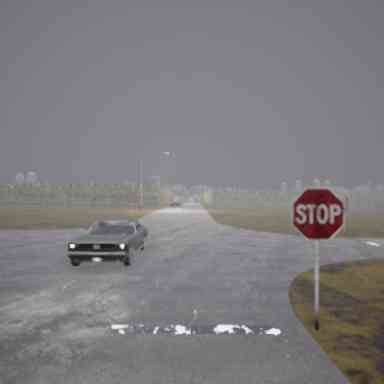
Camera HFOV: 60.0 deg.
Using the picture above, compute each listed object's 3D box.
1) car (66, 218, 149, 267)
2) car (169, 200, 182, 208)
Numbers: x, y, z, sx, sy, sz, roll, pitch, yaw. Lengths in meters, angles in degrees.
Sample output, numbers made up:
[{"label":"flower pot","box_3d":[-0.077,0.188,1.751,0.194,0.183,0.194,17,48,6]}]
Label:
[{"label":"car","box_3d":[-2.737,1.643,11.768,1.895,1.301,4.718,0,0,0]},{"label":"car","box_3d":[-2.722,1.946,55.747,1.895,1.301,4.718,0,-1,0]}]
